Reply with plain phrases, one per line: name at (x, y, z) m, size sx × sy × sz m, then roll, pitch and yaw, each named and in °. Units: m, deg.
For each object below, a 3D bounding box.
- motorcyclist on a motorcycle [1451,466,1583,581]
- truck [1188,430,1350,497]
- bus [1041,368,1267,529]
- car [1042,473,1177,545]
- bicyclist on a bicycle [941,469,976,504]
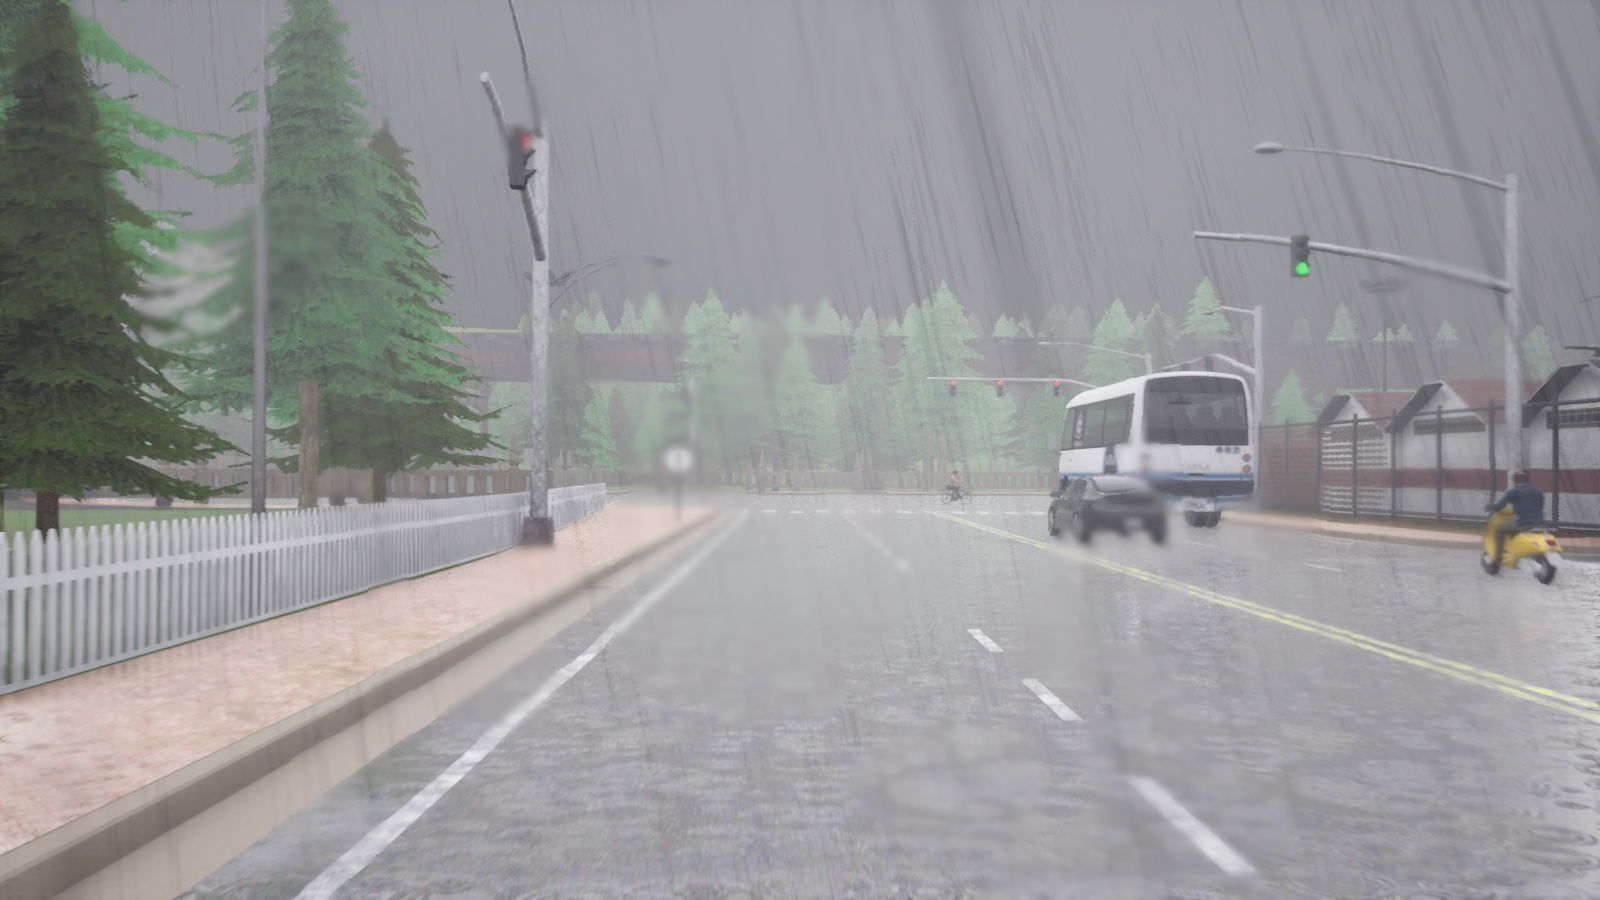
motorcyclist on a motorcycle at (10.455, 1.034, 18.388) m, size 0.866 × 1.590 × 1.817 m, roll 0°, pitch -1°, yaw 0°
truck at (27.522, 0.778, 73.936) m, size 8.468 × 3.827 × 2.891 m, roll 0°, pitch -1°, yaw -2°
bus at (10.399, 0.042, 38.531) m, size 3.944 × 4.253 × 10.273 m, roll 0°, pitch -1°, yaw 0°
car at (6.930, 1.271, 28.645) m, size 1.837 × 1.490 × 4.892 m, roll 0°, pitch -1°, yaw 0°
bicyclist on a bicycle at (7.474, 1.713, 59.235) m, size 1.509 × 1.612 × 0.866 m, roll 0°, pitch -1°, yaw -2°
